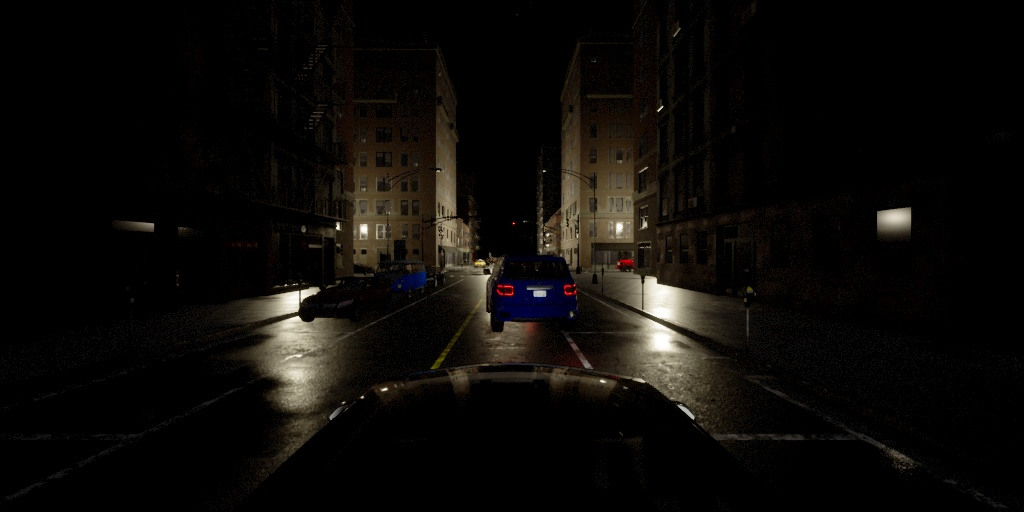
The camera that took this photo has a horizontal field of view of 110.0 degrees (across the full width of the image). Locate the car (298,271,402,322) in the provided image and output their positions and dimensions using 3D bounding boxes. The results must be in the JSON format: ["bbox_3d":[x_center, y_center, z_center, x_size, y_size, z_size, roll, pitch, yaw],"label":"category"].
[{"bbox_3d":[-5.395,1.332,12.159,1.802,1.307,4.207,0,0,0],"label":"car"}]

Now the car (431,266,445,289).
[{"bbox_3d":[-5.394,1.301,22.971,2.007,1.370,4.403,0,0,0],"label":"car"}]

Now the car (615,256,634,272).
[{"bbox_3d":[15.327,0.880,43.024,5.566,2.045,2.150,0,0,0],"label":"car"}]

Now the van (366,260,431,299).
[{"bbox_3d":[-5.394,1.091,17.565,1.690,1.789,3.998,0,0,0],"label":"van"}]

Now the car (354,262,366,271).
[{"bbox_3d":[-17.596,1.404,40.017,4.181,1.385,1.994,0,0,0],"label":"car"}]

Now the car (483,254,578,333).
[{"bbox_3d":[0.358,0.972,11.000,2.150,2.045,5.566,0,0,-6],"label":"car"}]

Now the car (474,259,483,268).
[{"bbox_3d":[-5.396,1.276,60.765,1.751,1.417,4.829,0,0,0],"label":"car"}]
